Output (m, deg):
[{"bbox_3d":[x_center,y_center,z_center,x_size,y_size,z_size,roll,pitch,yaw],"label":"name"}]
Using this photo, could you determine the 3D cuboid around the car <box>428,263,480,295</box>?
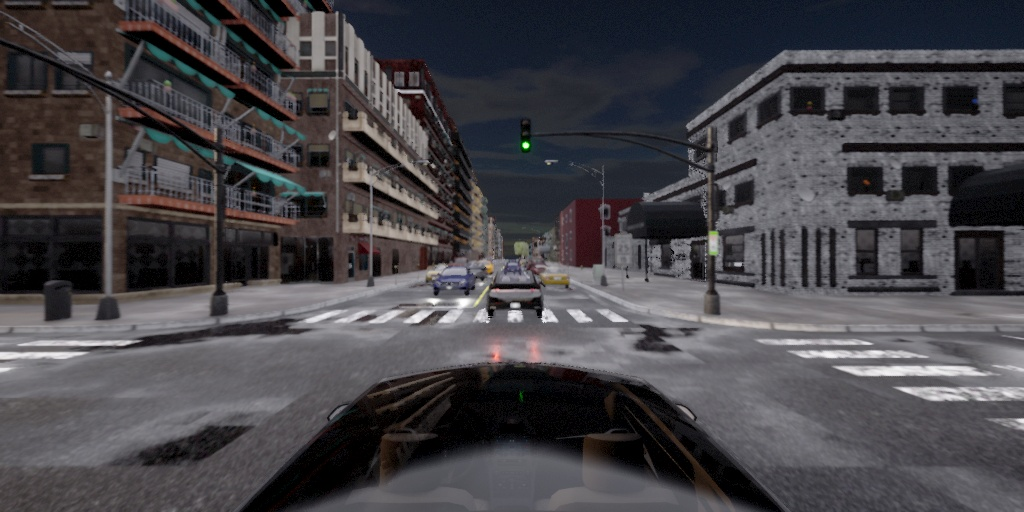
[{"bbox_3d":[-3.093,1.298,20.010,1.812,1.442,4.674,0,0,0],"label":"car"}]

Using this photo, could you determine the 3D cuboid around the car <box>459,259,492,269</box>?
[{"bbox_3d":[-3.088,1.270,29.915,2.128,1.511,4.902,0,0,0],"label":"car"}]

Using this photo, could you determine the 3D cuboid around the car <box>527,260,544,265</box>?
[{"bbox_3d":[2.686,1.343,34.432,1.802,1.307,4.207,0,0,0],"label":"car"}]

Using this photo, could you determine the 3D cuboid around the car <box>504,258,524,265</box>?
[{"bbox_3d":[0.080,1.300,39.156,1.812,1.442,4.674,0,0,0],"label":"car"}]

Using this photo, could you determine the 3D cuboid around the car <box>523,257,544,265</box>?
[{"bbox_3d":[2.686,1.080,39.971,2.192,1.841,5.009,0,0,0],"label":"car"}]

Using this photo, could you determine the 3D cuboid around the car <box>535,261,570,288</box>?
[{"bbox_3d":[2.687,1.279,23.524,1.751,1.417,4.829,0,0,0],"label":"car"}]

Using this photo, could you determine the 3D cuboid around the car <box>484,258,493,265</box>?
[{"bbox_3d":[-3.084,1.264,39.920,1.882,1.535,5.008,0,0,0],"label":"car"}]

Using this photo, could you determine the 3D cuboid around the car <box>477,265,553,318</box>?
[{"bbox_3d":[0.094,1.254,13.139,2.128,1.511,4.902,0,0,0],"label":"car"}]

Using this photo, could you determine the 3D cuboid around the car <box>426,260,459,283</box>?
[{"bbox_3d":[-5.694,1.312,28.721,1.751,1.417,4.829,0,0,0],"label":"car"}]

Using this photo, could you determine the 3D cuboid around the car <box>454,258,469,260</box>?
[{"bbox_3d":[-5.695,1.110,39.970,2.192,1.841,5.009,0,0,0],"label":"car"}]
